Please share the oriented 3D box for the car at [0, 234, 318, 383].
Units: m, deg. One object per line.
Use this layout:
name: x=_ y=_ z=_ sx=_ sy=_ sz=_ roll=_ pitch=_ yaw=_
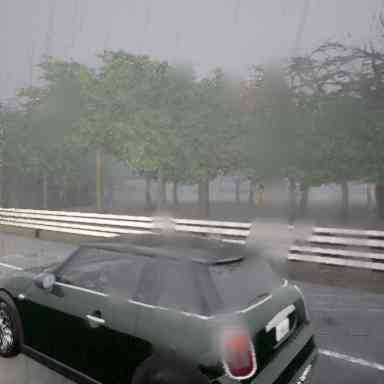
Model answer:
car: x=-0.826 y=1.361 z=4.503 sx=4.553 sy=1.767 sz=2.097 roll=0 pitch=0 yaw=36
